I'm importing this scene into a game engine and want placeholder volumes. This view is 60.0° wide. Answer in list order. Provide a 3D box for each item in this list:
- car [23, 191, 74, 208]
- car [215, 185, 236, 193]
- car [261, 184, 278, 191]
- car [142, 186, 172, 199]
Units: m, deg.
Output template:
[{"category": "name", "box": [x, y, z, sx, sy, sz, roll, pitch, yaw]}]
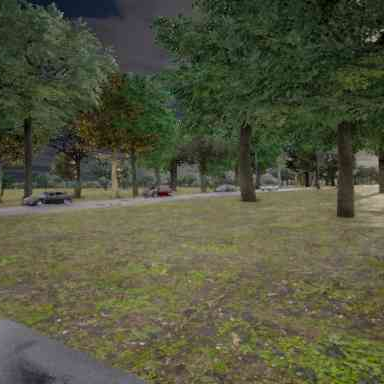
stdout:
[{"category": "car", "box": [-14.339, 0.701, 33.356, 1.837, 1.490, 4.892, -1, 2, 38]}, {"category": "car", "box": [5.981, -0.568, 59.631, 2.128, 1.511, 4.902, -1, 1, 38]}, {"category": "car", "box": [15.450, -0.862, 66.022, 1.895, 1.301, 4.718, -1, 2, 37]}, {"category": "car", "box": [-4.804, -0.065, 45.748, 2.097, 1.767, 4.553, -1, 2, 38]}]
